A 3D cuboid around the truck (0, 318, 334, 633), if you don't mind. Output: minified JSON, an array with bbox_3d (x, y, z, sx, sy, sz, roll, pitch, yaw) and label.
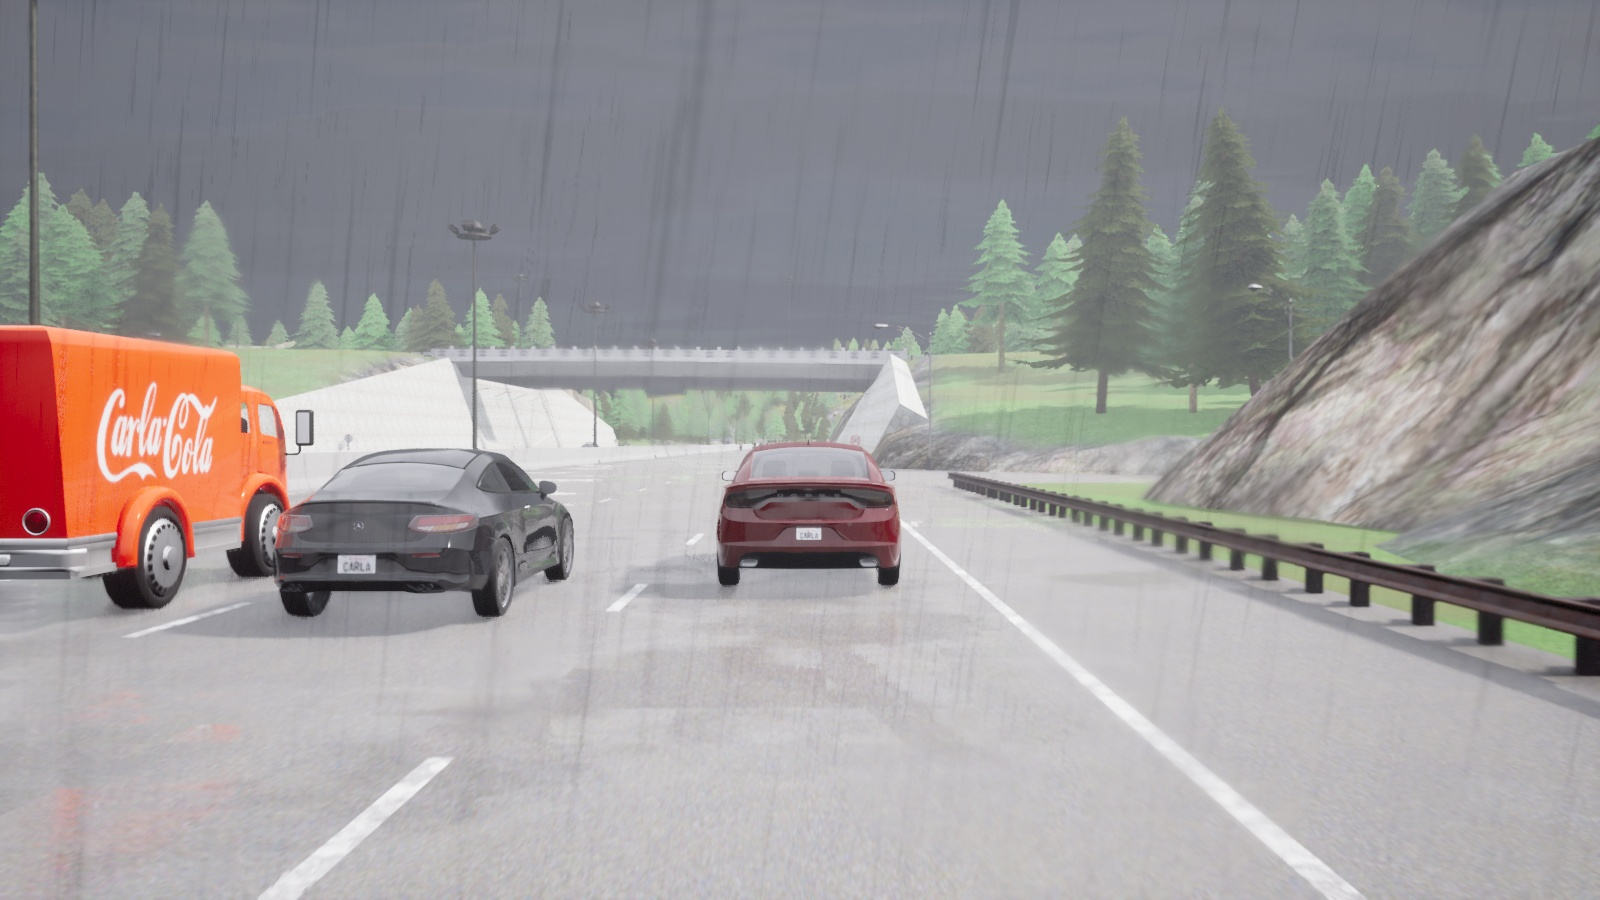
[{"bbox_3d":[-6.913,0.183,12.447,2.627,2.467,5.204,0,0,0],"label":"truck"}]

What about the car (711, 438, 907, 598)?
[{"bbox_3d":[0.098,0.641,14.550,1.882,1.535,5.008,0,0,0],"label":"car"}]

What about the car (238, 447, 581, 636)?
[{"bbox_3d":[-3.416,0.701,12.018,1.812,1.442,4.674,0,0,0],"label":"car"}]
